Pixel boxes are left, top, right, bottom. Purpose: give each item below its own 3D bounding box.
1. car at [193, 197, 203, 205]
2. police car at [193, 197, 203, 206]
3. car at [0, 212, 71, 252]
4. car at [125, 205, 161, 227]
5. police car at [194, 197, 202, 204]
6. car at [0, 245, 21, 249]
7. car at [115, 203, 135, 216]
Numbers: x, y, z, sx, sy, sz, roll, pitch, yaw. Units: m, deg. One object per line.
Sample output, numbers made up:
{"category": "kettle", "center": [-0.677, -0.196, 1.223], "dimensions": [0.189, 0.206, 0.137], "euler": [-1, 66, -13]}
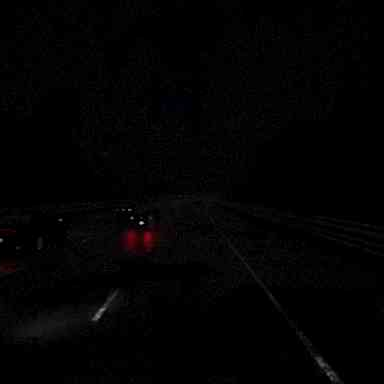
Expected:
{"category": "car", "center": [1.442, 2.033, 77.059], "dimensions": [2.097, 1.767, 4.553], "euler": [0, 0, 2]}
{"category": "police car", "center": [1.226, 2.019, 67.277], "dimensions": [1.930, 1.638, 5.238], "euler": [0, -1, 1]}
{"category": "car", "center": [-6.907, 1.604, 14.455], "dimensions": [1.882, 1.535, 5.008], "euler": [0, 0, 0]}
{"category": "car", "center": [-3.413, 1.818, 24.765], "dimensions": [1.895, 1.301, 4.718], "euler": [0, 0, 0]}
{"category": "police car", "center": [1.618, 2.162, 83.150], "dimensions": [1.930, 1.638, 5.238], "euler": [0, -1, 2]}
{"category": "car", "center": [-3.401, 1.527, 2.299], "dimensions": [1.837, 1.490, 4.892], "euler": [0, 0, 0]}
{"category": "car", "center": [-6.919, 1.862, 36.059], "dimensions": [2.033, 1.411, 5.357], "euler": [0, 0, 0]}
